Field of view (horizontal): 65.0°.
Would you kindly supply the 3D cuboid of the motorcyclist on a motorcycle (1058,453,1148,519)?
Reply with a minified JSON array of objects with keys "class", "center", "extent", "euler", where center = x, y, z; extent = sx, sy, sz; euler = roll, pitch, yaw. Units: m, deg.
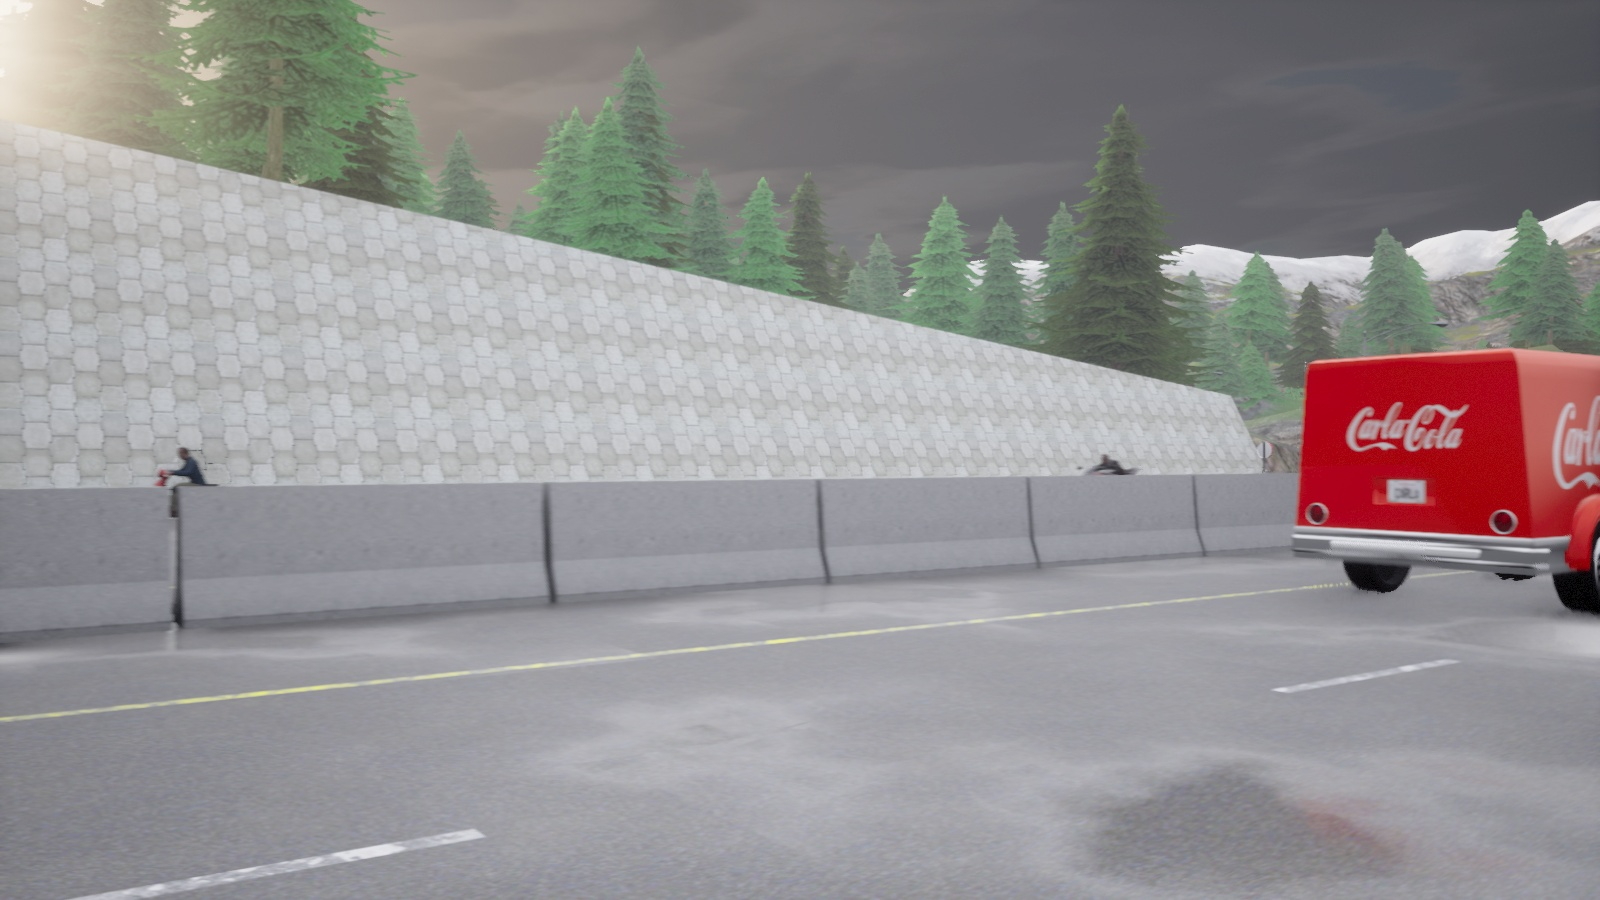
[{"class":"motorcyclist on a motorcycle","center":[7.252,0.838,30.028],"extent":[2.191,1.530,0.866],"euler":[0,0,-35]}]

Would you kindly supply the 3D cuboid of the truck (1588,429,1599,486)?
[{"class":"truck","center":[37.251,0.320,55.174],"extent":[5.204,2.467,2.627],"euler":[0,0,-35]}]

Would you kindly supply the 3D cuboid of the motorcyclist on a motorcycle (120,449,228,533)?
[{"class":"motorcyclist on a motorcycle","center":[-12.395,0.785,24.882],"extent":[1.817,1.590,0.866],"euler":[0,0,-35]}]

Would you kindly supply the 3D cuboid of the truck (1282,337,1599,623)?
[{"class":"truck","center":[7.872,0.271,13.404],"extent":[5.204,2.467,2.627],"euler":[0,0,-35]}]
